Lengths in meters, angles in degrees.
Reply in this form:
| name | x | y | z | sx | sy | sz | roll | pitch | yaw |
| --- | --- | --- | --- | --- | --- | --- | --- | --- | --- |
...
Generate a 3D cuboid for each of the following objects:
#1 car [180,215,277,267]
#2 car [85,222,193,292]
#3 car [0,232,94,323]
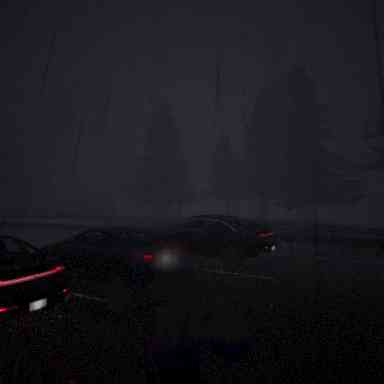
| name | x | y | z | sx | sy | sz | roll | pitch | yaw |
| --- | --- | --- | --- | --- | --- | --- | --- | --- | --- |
| car | 0.452 | 1.551 | 11.575 | 4.902 | 1.511 | 2.128 | -1 | 0 | 31 |
| car | -2.356 | 1.640 | 9.152 | 4.181 | 1.385 | 1.994 | -1 | 0 | 30 |
| car | -4.503 | 1.574 | 6.405 | 4.902 | 1.511 | 2.128 | -1 | 0 | 30 |
